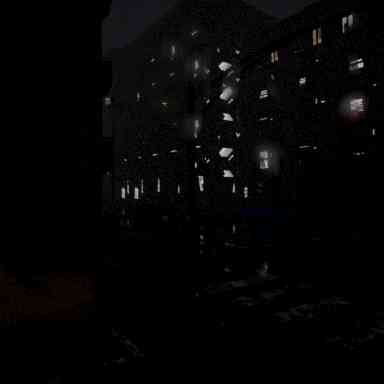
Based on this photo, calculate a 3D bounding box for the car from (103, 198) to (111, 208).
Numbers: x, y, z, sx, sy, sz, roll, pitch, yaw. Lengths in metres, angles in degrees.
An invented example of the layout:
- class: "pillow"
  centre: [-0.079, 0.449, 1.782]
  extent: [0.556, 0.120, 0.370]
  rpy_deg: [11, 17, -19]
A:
- class: "car"
  centre: [-11.715, 1.463, 47.841]
  extent: [1.887, 1.381, 4.507]
  rpy_deg: [-1, 0, -36]

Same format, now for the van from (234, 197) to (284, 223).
- class: "van"
  centre: [4.932, 1.280, 24.945]
  extent: [1.690, 1.788, 3.998]
  rpy_deg: [0, 0, -36]

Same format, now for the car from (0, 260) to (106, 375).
- class: "car"
  centre: [-3.551, 1.525, 4.032]
  extent: [4.829, 1.417, 1.752]
  rpy_deg: [0, 0, -36]

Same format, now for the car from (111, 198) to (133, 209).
- class: "car"
  centre: [-8.385, 1.463, 43.262]
  extent: [1.887, 1.381, 4.507]
  rpy_deg: [-1, 0, -36]

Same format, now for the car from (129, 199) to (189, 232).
- class: "car"
  centre: [-1.856, 1.441, 20.033]
  extent: [1.967, 1.590, 4.097]
  rpy_deg: [0, 0, -36]
